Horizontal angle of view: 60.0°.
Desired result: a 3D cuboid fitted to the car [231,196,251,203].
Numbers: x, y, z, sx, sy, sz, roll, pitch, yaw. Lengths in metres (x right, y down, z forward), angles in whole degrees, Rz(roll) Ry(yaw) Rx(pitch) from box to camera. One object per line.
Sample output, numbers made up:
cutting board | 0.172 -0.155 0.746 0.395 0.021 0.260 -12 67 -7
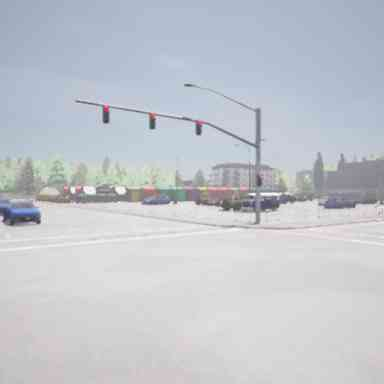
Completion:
car | 10.089 1.452 68.191 3.905 1.438 1.784 0 0 -35

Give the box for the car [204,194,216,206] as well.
car | 4.218 1.425 50.395 3.905 1.438 1.784 0 0 -35

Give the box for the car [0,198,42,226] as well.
car | -11.983 1.417 23.392 1.882 1.535 5.008 0 0 -36

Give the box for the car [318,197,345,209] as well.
car | 21.549 1.520 52.051 3.806 1.475 1.970 0 0 -35

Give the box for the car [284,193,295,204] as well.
car | 24.333 1.539 78.300 3.806 1.475 1.970 0 0 -35

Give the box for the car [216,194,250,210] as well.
car | 5.890 1.462 48.032 3.806 1.475 1.970 0 0 -35

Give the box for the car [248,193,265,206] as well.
car | 11.711 1.247 65.790 4.605 1.855 1.932 0 0 -35

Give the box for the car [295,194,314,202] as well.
car | 25.998 1.305 75.931 3.866 1.878 1.905 0 0 -35

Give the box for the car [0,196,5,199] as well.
car | -18.048 1.397 31.837 1.882 1.535 5.008 0 0 -36

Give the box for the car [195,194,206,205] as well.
car | 2.627 1.210 52.556 4.605 1.855 1.932 0 0 -35
